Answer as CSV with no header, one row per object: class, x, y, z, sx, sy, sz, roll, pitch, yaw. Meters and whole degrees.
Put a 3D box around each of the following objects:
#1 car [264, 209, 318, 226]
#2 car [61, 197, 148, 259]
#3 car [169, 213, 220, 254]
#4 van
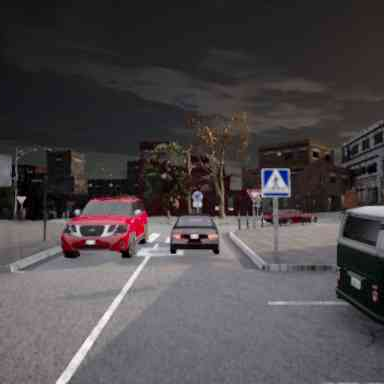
car,8.478,2.136,28.188,4.718,1.301,1.895,2,-3,-32
car,-3.027,1.213,12.790,2.150,2.045,5.566,0,-1,1
car,0.133,1.549,13.420,2.033,1.411,5.357,0,-1,1
van,4.798,1.196,5.348,4.442,1.987,1.878,0,0,0
